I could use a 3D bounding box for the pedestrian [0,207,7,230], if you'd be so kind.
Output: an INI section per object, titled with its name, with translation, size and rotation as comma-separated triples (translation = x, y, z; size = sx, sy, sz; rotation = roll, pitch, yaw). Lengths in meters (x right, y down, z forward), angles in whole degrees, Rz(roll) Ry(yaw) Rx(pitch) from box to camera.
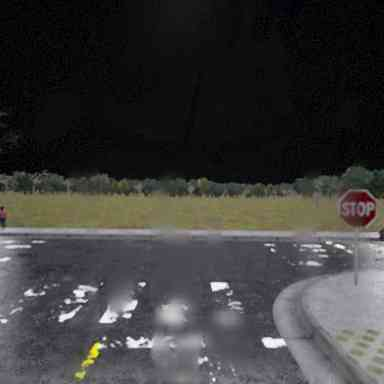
[pedestrian]
translation = -9.685, 1.003, 17.118
size = 0.375, 1.860, 0.375
rotation = 0, -1, 0

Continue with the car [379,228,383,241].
[car]
translation = 10.482, 1.725, 14.321
size = 4.181, 1.385, 1.994
rotation = 1, 0, 0
